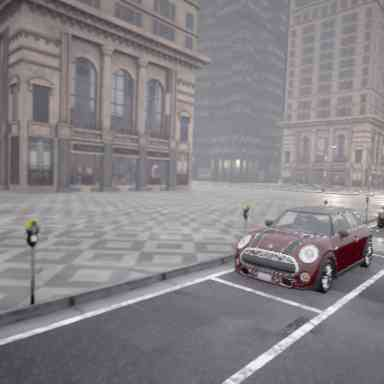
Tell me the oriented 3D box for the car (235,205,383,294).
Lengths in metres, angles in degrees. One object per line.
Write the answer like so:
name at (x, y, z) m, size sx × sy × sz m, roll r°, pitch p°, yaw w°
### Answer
car at (2.784, 1.092, 7.882) m, size 1.967 × 1.590 × 4.097 m, roll 5°, pitch 4°, yaw 43°
